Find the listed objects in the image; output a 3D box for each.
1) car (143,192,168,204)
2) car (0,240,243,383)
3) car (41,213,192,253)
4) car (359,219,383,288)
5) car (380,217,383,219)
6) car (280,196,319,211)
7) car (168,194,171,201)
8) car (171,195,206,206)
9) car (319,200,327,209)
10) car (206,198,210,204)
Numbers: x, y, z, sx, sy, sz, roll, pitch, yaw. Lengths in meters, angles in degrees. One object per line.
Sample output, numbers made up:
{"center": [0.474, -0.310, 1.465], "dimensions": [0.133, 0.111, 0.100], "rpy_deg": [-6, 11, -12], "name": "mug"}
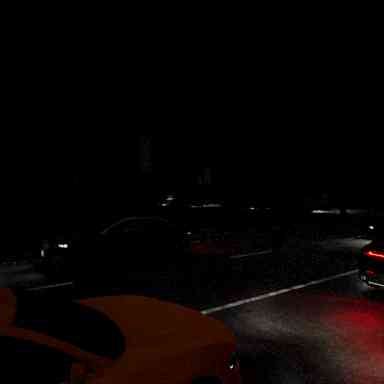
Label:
{"center": [-7.115, 1.022, 59.149], "dimensions": [2.150, 2.045, 5.566], "rpy_deg": [-1, 0, -38], "name": "car"}
{"center": [-1.813, 1.478, 2.437], "dimensions": [5.008, 1.535, 1.882], "rpy_deg": [0, 0, -36], "name": "car"}
{"center": [-2.282, 1.482, 10.965], "dimensions": [4.902, 1.511, 2.128], "rpy_deg": [0, 0, -36], "name": "car"}
{"center": [5.900, 1.468, 7.959], "dimensions": [4.892, 1.490, 1.837], "rpy_deg": [0, 0, -35], "name": "car"}
{"center": [10.478, 1.442, 15.777], "dimensions": [5.357, 1.411, 2.033], "rpy_deg": [-1, 0, -36], "name": "car"}
{"center": [11.138, 1.350, 36.350], "dimensions": [1.994, 1.385, 4.181], "rpy_deg": [-1, 0, -39], "name": "car"}
{"center": [-6.103, 1.239, 74.804], "dimensions": [2.128, 1.511, 4.902], "rpy_deg": [-1, 0, -38], "name": "car"}
{"center": [-0.588, 1.300, 50.959], "dimensions": [1.837, 1.490, 4.892], "rpy_deg": [-1, 0, -39], "name": "car"}
{"center": [13.387, 1.234, 39.136], "dimensions": [1.882, 1.535, 5.008], "rpy_deg": [-1, 0, -39], "name": "car"}
{"center": [0.924, 1.257, 54.672], "dimensions": [2.128, 1.511, 4.902], "rpy_deg": [-1, 0, -39], "name": "car"}
